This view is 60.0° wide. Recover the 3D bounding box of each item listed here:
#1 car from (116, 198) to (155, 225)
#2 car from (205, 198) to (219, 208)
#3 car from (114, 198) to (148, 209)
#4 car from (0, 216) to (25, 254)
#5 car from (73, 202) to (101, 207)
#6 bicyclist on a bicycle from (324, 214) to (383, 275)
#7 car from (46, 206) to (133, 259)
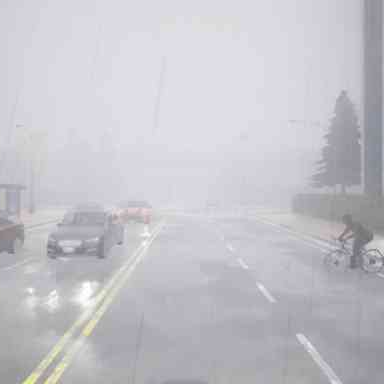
[{"bbox_3d":[-3.923,1.351,23.883,2.097,1.767,4.553,0,0,-1],"label":"car"},{"bbox_3d":[2.803,1.509,47.208,2.033,1.411,5.357,0,0,-1],"label":"car"},{"bbox_3d":[-8.392,1.508,45.693,4.181,1.385,1.994,0,0,29],"label":"car"},{"bbox_3d":[-7.254,1.477,10.622,1.882,1.535,5.008,0,0,-1],"label":"car"},{"bbox_3d":[-7.417,1.487,23.324,2.128,1.511,4.902,0,0,0],"label":"car"},{"bbox_3d":[4.370,1.431,8.974,1.656,1.620,0.582,-2,0,-1],"label":"bicyclist on a bicycle"},{"bbox_3d":[-3.784,1.490,12.569,2.128,1.511,4.902,0,0,-1],"label":"car"}]
